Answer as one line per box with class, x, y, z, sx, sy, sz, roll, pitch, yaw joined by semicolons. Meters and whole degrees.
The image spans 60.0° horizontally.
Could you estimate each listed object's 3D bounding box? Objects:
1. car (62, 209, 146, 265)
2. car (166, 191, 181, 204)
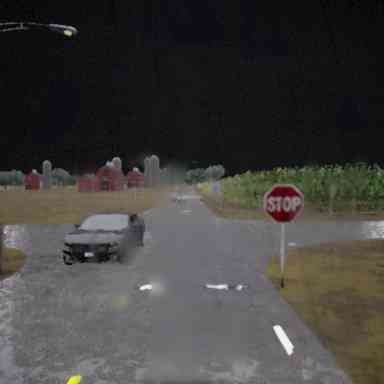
car;-2.753;1.393;11.384;1.882;1.535;5.008;0;0;0
car;-2.754;0.783;50.966;2.097;1.767;4.553;0;0;0
